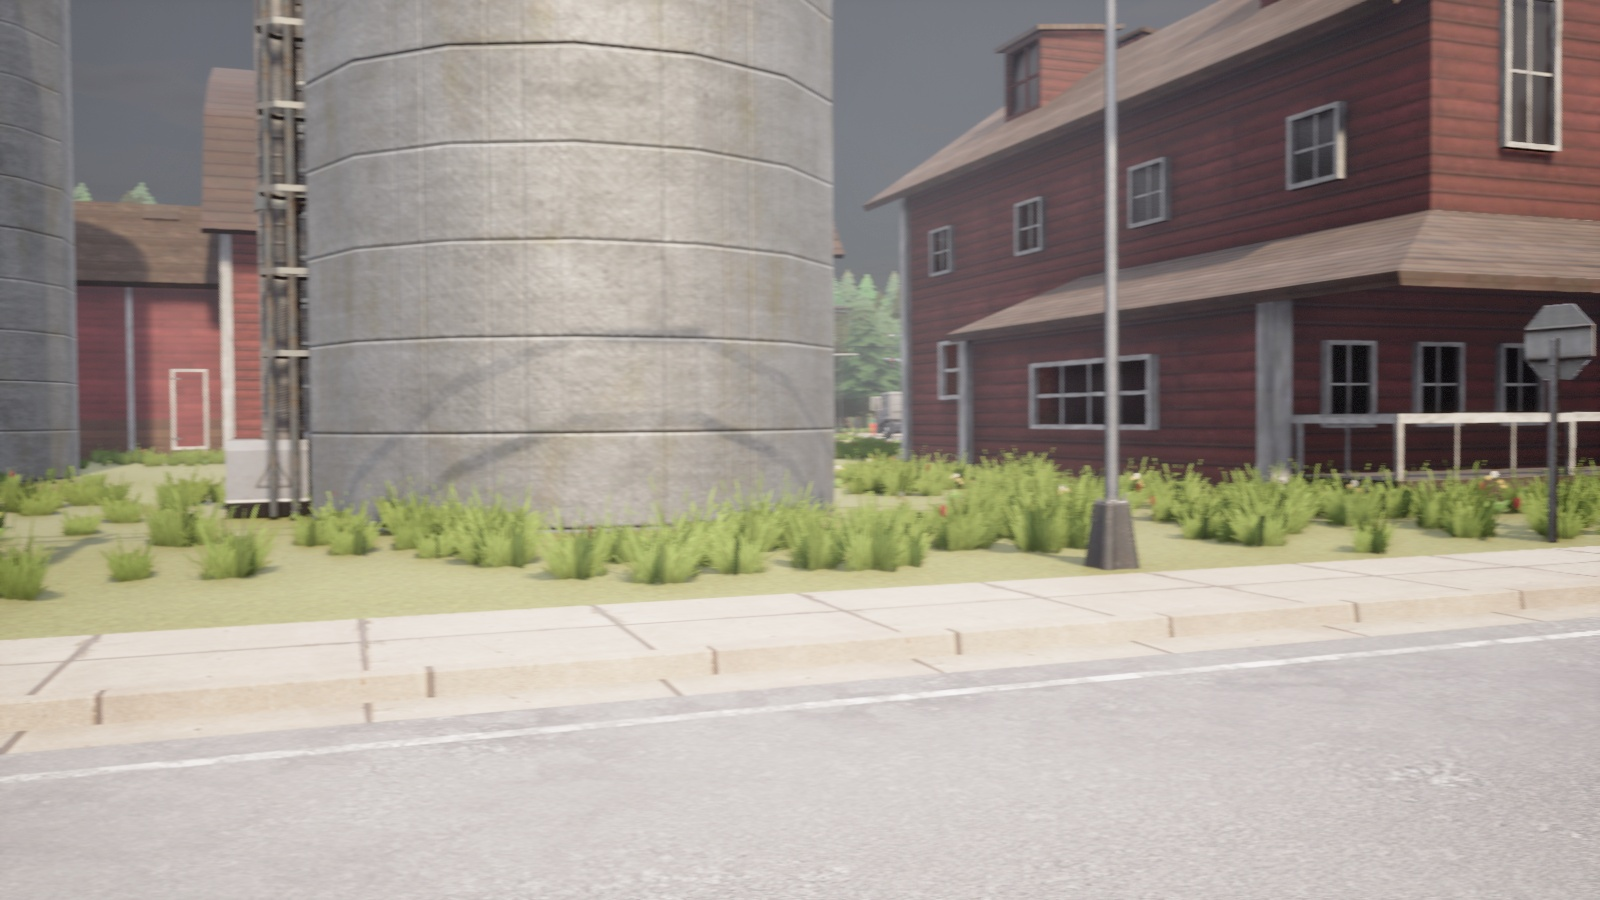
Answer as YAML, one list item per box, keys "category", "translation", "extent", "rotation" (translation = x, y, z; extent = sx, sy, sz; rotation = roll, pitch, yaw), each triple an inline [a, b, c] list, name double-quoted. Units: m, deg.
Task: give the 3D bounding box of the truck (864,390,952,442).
- category: "truck"
  translation: [7.397, -2.374, 87.349]
  extent: [2.891, 3.462, 7.936]
  rotation: [0, 2, -22]
